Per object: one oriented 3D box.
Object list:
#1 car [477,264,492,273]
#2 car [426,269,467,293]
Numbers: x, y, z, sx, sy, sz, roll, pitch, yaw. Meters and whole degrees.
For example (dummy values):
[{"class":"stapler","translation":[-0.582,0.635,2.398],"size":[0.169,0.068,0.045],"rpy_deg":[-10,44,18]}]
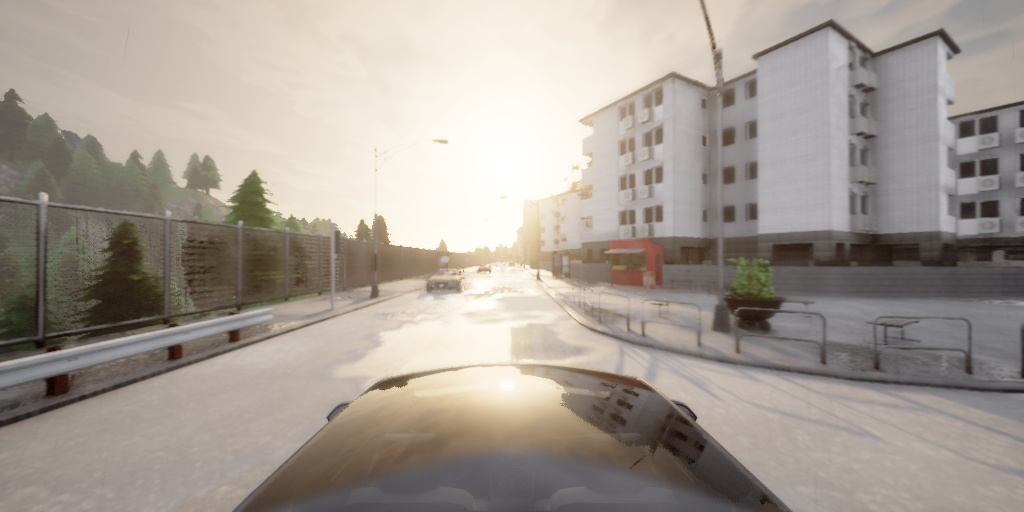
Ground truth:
[{"class":"car","translation":[-4.014,1.831,52.888],"size":[1.895,1.301,4.718],"rpy_deg":[0,-1,0]},{"class":"car","translation":[-4.006,1.507,22.346],"size":[1.994,1.385,4.181],"rpy_deg":[0,0,0]}]
